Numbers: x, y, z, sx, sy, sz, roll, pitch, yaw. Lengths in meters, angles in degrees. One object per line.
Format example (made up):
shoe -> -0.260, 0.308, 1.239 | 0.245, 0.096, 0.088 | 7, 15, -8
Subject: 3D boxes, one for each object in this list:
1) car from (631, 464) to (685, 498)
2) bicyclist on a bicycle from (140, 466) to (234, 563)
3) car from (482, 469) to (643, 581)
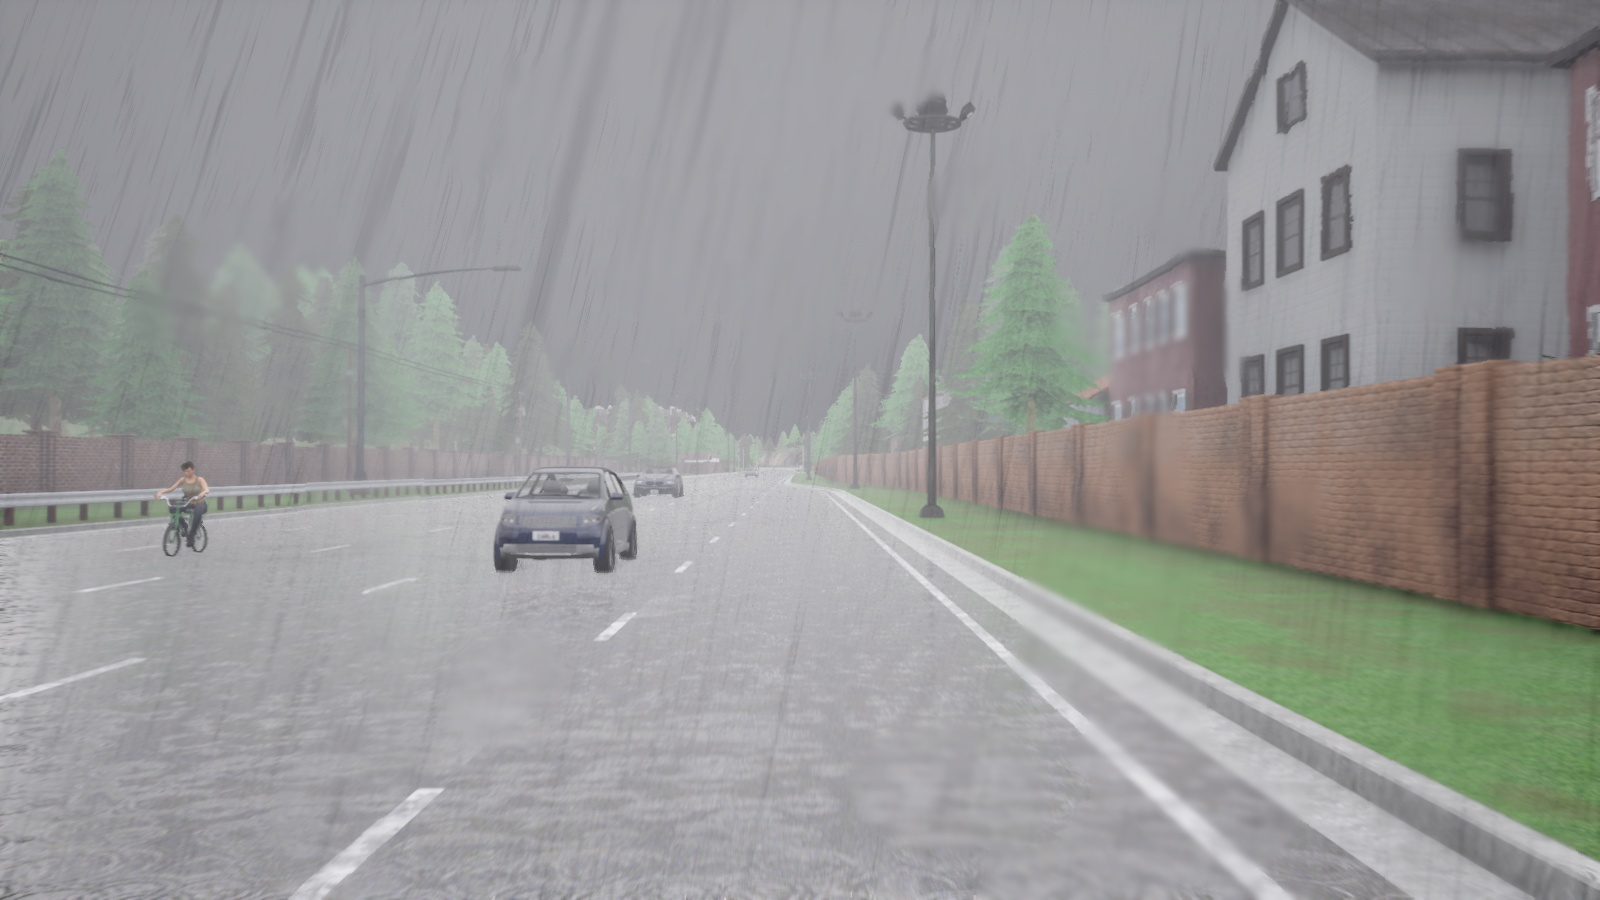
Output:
car -> -7.152, 1.565, 63.865 | 2.242, 1.667, 4.611 | 0, -1, 0
bicyclist on a bicycle -> -10.547, 1.088, 21.660 | 0.866, 1.612, 1.509 | 0, -1, 0
car -> -3.546, 1.070, 19.382 | 1.789, 1.549, 3.705 | 0, -1, 0
